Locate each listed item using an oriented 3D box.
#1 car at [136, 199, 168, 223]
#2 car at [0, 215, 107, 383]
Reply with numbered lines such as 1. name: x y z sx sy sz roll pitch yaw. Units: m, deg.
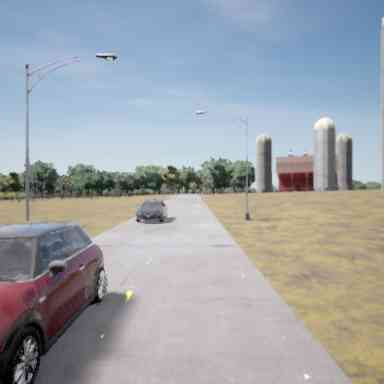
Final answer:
1. car: -2.773 1.308 23.710 1.837 1.490 4.892 0 0 1
2. car: -2.829 1.333 5.023 2.097 1.767 4.553 0 0 0
